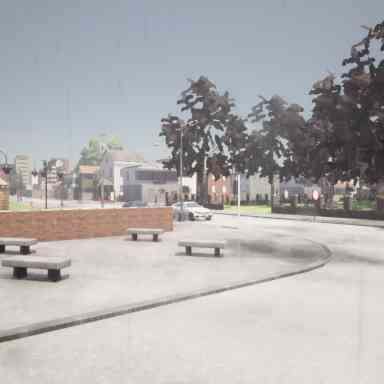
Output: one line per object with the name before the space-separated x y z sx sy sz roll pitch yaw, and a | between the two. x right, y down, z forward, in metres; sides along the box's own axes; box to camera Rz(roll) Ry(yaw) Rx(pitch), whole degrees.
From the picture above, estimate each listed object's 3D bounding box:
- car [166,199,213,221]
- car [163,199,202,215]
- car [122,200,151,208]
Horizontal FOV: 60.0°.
car | -0.267 1.526 27.279 1.812 1.442 4.674 0 0 -36
car | -1.092 1.505 35.627 1.837 1.490 4.892 0 0 -36
car | -5.865 1.564 35.164 1.994 1.385 4.181 0 0 -35
